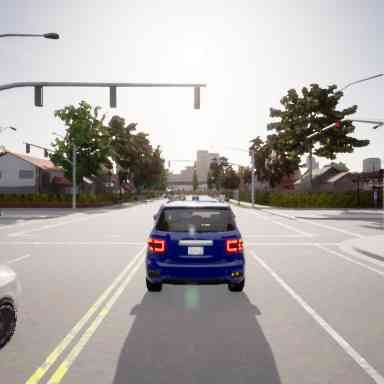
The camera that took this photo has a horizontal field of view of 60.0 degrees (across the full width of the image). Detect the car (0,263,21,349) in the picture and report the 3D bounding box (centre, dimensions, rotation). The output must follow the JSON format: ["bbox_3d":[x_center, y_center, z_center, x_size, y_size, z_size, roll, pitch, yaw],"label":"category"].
[{"bbox_3d":[-3.602,1.526,3.495,1.812,1.442,4.674,0,0,0],"label":"car"}]

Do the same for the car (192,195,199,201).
[{"bbox_3d":[0.961,1.478,88.056,1.882,1.535,5.008,0,0,0],"label":"car"}]

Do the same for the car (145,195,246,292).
[{"bbox_3d":[0.074,1.222,9.098,2.150,2.045,5.566,0,0,0],"label":"car"}]

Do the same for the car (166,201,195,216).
[{"bbox_3d":[-1.233,1.601,33.231,1.895,1.301,4.718,0,0,-15],"label":"car"}]

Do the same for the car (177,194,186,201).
[{"bbox_3d":[-2.561,1.355,84.917,2.097,1.767,4.553,0,0,0],"label":"car"}]
